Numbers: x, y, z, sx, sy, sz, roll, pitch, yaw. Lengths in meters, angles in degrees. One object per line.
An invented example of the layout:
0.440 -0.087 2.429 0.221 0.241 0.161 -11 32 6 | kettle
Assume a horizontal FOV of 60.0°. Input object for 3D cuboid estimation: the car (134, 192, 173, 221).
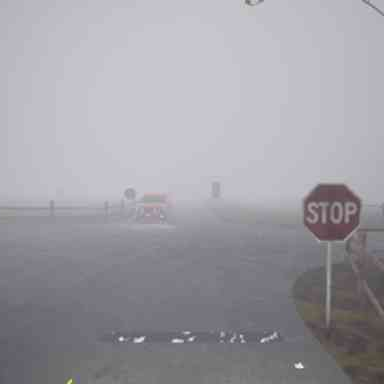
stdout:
-2.775 1.115 25.233 2.150 2.045 5.566 0 2 4 | car
